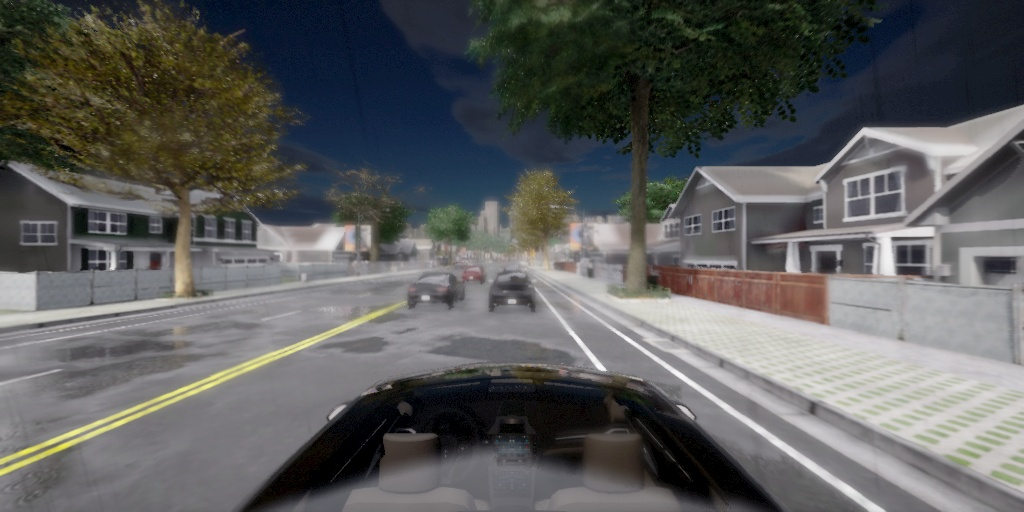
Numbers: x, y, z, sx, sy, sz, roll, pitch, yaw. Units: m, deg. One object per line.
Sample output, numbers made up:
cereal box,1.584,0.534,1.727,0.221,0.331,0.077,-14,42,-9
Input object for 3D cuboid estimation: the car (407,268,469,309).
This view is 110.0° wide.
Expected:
car,-3.218,1.421,15.752,1.812,1.442,4.674,0,0,1

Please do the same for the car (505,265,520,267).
car,0.028,1.541,30.348,2.128,1.511,4.902,0,0,1

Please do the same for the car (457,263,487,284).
car,-3.217,1.577,30.747,1.812,1.442,4.674,0,0,1

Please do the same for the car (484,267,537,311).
car,0.026,1.399,15.337,1.837,1.490,4.892,0,0,1
